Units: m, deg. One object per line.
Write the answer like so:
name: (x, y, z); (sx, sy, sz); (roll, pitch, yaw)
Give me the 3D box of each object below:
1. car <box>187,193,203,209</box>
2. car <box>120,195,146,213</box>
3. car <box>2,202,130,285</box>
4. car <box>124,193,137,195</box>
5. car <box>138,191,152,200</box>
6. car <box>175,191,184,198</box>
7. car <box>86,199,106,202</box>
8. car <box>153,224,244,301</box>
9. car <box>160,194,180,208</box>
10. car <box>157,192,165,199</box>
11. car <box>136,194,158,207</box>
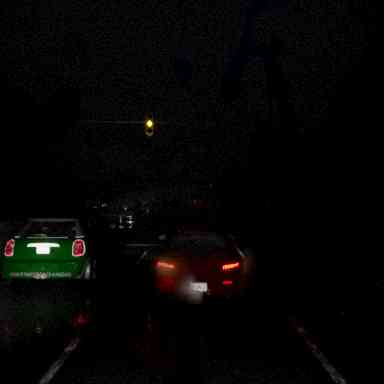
car: (0.409, 1.317, 44.699); (2.097, 1.767, 4.553); (0, 0, 0)
car: (-6.841, 1.462, 37.002); (2.128, 1.511, 4.902); (0, 0, 2)
car: (-3.360, 1.344, 9.659); (2.097, 1.767, 4.553); (0, 0, 0)
car: (-10.179, 1.145, 54.591); (2.150, 2.045, 5.566); (0, 1, 1)
car: (-9.977, 0.742, 70.609); (2.128, 1.511, 4.902); (0, 3, 0)
car: (-2.927, 0.450, 76.556); (2.128, 1.511, 4.902); (0, 3, 0)
car: (-10.367, 1.450, 35.426); (1.882, 1.535, 5.008); (0, 0, 1)
car: (0.132, 1.519, 8.192); (1.812, 1.442, 4.674); (0, 0, 0)
car: (-3.069, 1.440, 47.476); (1.882, 1.535, 5.008); (0, 0, 0)
car: (-6.496, 0.847, 68.656); (1.837, 1.490, 4.892); (0, 3, 1)
car: (-6.742, 1.451, 49.151); (2.128, 1.511, 4.902); (0, 0, 1)
